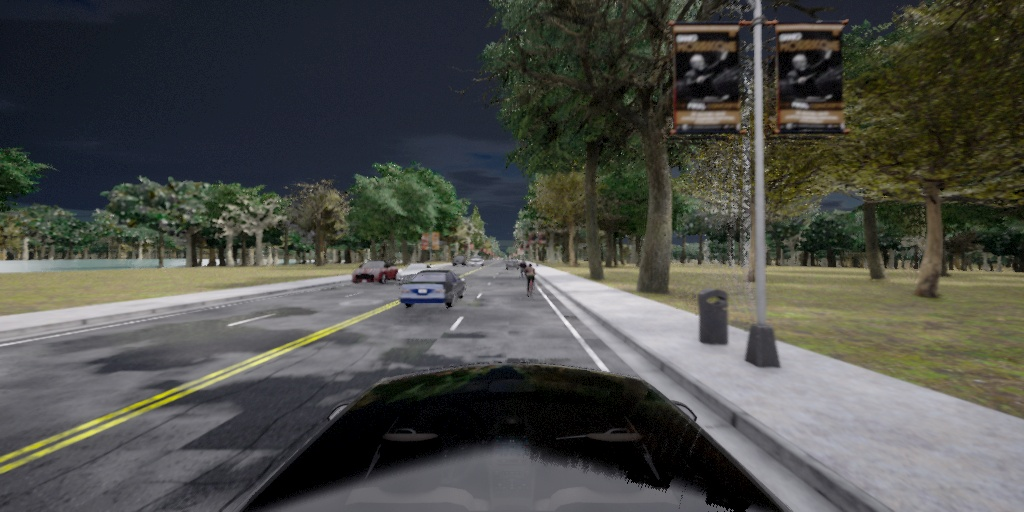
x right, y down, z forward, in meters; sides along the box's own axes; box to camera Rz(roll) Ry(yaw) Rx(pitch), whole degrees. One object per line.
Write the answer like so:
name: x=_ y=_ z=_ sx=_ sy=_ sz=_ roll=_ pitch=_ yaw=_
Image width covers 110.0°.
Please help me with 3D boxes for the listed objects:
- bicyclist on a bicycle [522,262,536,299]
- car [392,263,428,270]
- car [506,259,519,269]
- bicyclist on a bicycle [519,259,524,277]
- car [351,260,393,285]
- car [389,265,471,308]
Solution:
bicyclist on a bicycle: x=0.891 y=1.191 z=17.052 sx=0.582 sy=1.620 sz=1.656 roll=0 pitch=0 yaw=0
car: x=-6.599 y=1.255 z=25.241 sx=1.812 sy=1.442 sz=4.674 roll=0 pitch=0 yaw=0
car: x=0.088 y=1.190 z=53.825 sx=2.128 sy=1.511 sz=4.902 roll=0 pitch=0 yaw=0
bicyclist on a bicycle: x=0.890 y=1.096 z=28.772 sx=0.659 sy=1.776 sz=1.843 roll=0 pitch=0 yaw=0
car: x=-9.847 y=1.080 z=26.152 sx=2.097 sy=1.767 sz=4.553 roll=0 pitch=0 yaw=0
car: x=-3.153 y=1.287 z=15.123 sx=2.033 sy=1.411 sz=5.357 roll=0 pitch=0 yaw=0
